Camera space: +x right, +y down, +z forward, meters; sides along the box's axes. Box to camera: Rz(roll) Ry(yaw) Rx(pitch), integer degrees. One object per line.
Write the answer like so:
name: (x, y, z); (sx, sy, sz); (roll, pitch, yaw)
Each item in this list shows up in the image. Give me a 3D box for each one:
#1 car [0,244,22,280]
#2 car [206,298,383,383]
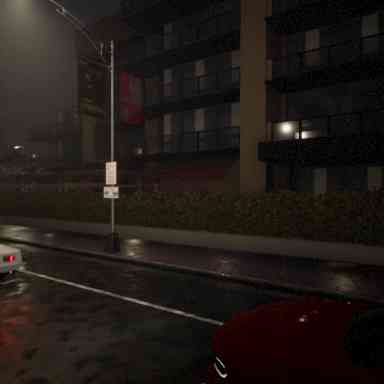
car: (-6.511, 1.601, 8.660); (4.718, 1.301, 1.895); (0, 0, 36)
car: (2.444, 1.478, 2.341); (5.008, 1.535, 1.882); (0, 0, 35)
